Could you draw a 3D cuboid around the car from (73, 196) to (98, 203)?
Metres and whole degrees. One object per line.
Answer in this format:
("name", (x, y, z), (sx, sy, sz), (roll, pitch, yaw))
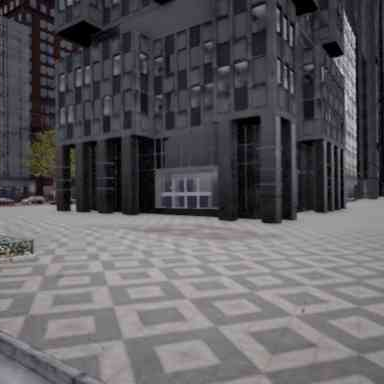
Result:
("car", (-21.827, 1.526, 68.225), (1.752, 1.417, 4.829), (-1, 0, 35))

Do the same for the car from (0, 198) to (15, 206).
("car", (-31.342, 1.623, 54.443), (1.802, 1.307, 4.206), (-1, 0, 35))

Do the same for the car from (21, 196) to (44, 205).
("car", (-28.140, 1.466, 59.083), (1.967, 1.590, 4.097), (-1, 0, 35))

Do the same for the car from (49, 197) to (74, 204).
("car", (-24.934, 1.594, 63.724), (1.802, 1.307, 4.206), (-1, 0, 35))

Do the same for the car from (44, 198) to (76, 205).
("car", (-21.126, 1.489, 54.236), (1.947, 1.339, 4.313), (-1, 0, 35))
